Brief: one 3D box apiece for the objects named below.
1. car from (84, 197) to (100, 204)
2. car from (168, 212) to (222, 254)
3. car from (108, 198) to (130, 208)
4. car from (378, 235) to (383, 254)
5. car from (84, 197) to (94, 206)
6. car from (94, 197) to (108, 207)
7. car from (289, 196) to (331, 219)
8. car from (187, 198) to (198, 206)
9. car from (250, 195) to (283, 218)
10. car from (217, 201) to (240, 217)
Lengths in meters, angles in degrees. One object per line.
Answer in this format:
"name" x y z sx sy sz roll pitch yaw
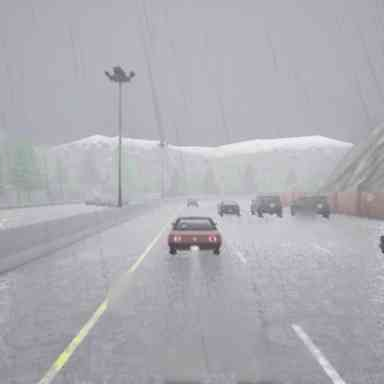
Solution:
"car" -20.622 1.755 68.702 1.812 1.442 4.674 0 0 2
"car" 0.097 1.652 13.679 1.895 1.301 4.718 0 0 0
"car" -10.563 1.675 49.742 2.128 1.511 4.902 0 0 0
"car" 7.102 1.635 8.916 1.895 1.301 4.718 0 0 0
"car" -17.500 1.768 59.950 2.033 1.411 5.357 0 0 0
"car" -14.048 1.765 54.306 1.994 1.385 4.181 0 0 1
"car" 10.596 1.337 30.208 2.150 2.045 5.566 0 0 0
"car" 0.104 1.765 58.401 2.033 1.411 5.357 0 0 1
"car" 7.096 1.343 32.023 2.150 2.045 5.566 0 0 0
"car" 3.593 1.603 33.437 1.882 1.535 5.008 0 0 0
